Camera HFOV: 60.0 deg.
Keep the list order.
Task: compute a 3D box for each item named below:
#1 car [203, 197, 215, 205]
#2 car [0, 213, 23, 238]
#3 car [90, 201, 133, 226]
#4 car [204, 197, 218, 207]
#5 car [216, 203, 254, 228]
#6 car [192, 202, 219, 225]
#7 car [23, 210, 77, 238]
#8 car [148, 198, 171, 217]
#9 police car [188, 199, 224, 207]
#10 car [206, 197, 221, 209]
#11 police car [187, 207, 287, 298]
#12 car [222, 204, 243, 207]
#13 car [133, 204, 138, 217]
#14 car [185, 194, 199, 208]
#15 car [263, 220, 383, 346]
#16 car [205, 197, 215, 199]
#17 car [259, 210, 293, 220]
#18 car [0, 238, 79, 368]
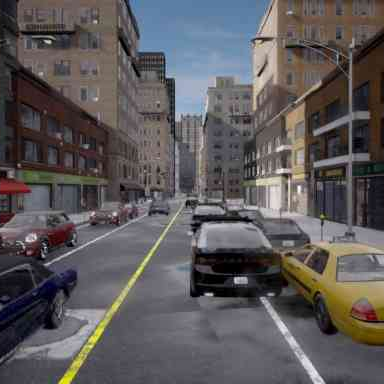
[{"bbox_3d":[2.866,1.544,56.633,1.802,1.307,4.206,-1,0,0],"label":"car"},{"bbox_3d":[-5.680,1.313,6.360,2.192,1.841,5.009,-1,0,0],"label":"car"},{"bbox_3d":[-5.679,1.431,23.117,1.967,1.590,4.097,-1,0,0],"label":"car"},{"bbox_3d":[2.865,1.534,51.047,1.947,1.339,4.313,-1,0,0],"label":"car"},{"bbox_3d":[2.860,1.542,23.118,2.008,1.369,4.403,-1,0,0],"label":"car"},{"bbox_3d":[0.898,1.516,24.588,1.812,1.442,4.674,0,0,0],"label":"car"},{"bbox_3d":[-5.679,1.436,11.946,1.967,1.590,4.097,-1,0,0],"label":"car"},{"bbox_3d":[-3.002,1.533,31.592,2.033,1.411,5.357,0,0,0],"label":"car"},{"bbox_3d":[0.898,1.418,18.698,1.930,1.638,5.238,0,0,0],"label":"police car"},{"bbox_3d":[2.864,1.499,45.631,1.752,1.417,4.829,-1,0,0],"label":"car"},{"bbox_3d":[0.899,1.422,8.697,1.930,1.638,5.238,0,0,0],"label":"police car"},{"bbox_3d":[2.858,1.559,17.532,1.947,1.339,4.313,-1,0,0],"label":"car"},{"bbox_3d":[-5.678,1.570,28.703,1.802,1.307,4.206,-1,0,0],"label":"car"},{"bbox_3d":[0.033,1.449,48.424,1.882,1.535,5.008,0,0,0],"label":"car"},{"bbox_3d":[2.856,1.523,6.530,1.752,1.417,4.829,-1,0,0],"label":"car"},{"bbox_3d":[2.863,1.530,39.875,2.008,1.369,4.403,-1,0,0],"label":"car"},{"bbox_3d":[2.857,1.562,11.946,1.947,1.339,4.313,-1,0,0],"label":"car"},{"bbox_3d":[-3.100,1.599,4.151,1.895,1.301,4.718,0,0,0],"label":"car"}]
